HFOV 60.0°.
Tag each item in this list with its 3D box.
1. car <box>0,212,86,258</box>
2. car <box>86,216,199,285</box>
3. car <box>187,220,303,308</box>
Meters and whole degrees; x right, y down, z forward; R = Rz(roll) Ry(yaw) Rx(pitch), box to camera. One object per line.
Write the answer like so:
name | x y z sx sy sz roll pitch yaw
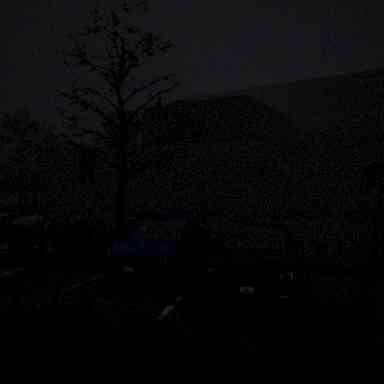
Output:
car | -5.558 1.627 13.486 2.231 1.521 4.892 -1 -1 17
car | -0.760 1.548 10.031 2.097 1.535 5.008 0 -1 16
car | 1.649 1.514 8.308 2.097 1.535 5.008 0 -1 16
